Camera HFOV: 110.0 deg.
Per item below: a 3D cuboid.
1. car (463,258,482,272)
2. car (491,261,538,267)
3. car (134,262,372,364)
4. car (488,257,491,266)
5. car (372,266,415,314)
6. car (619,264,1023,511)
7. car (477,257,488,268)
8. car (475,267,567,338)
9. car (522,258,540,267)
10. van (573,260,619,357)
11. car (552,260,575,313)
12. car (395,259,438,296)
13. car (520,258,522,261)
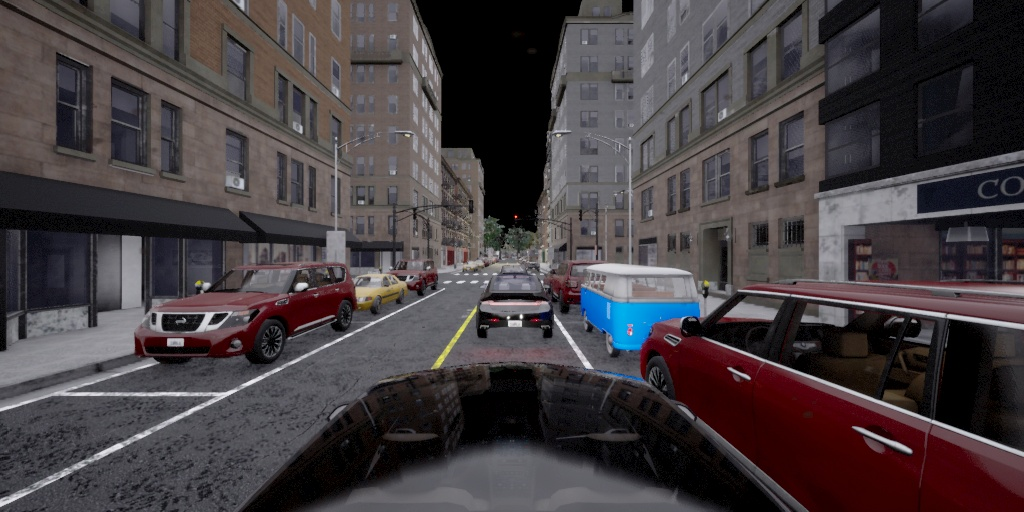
[{"bbox_3d":[-5.363,1.272,46.455,1.751,1.417,4.829,0,0,0],"label":"car"},{"bbox_3d":[0.091,1.240,20.175,2.128,1.511,4.902,0,0,-1],"label":"car"},{"bbox_3d":[-5.391,1.064,8.261,2.192,1.841,5.009,0,0,0],"label":"car"},{"bbox_3d":[-5.337,1.061,63.070,2.192,1.841,5.009,0,0,0],"label":"car"},{"bbox_3d":[-5.386,1.275,13.768,1.751,1.417,4.829,0,0,0],"label":"car"},{"bbox_3d":[2.638,1.065,2.570,2.192,1.841,5.009,0,0,0],"label":"car"},{"bbox_3d":[-5.346,1.272,57.418,1.751,1.417,4.829,0,0,0],"label":"car"},{"bbox_3d":[0.083,1.241,10.124,2.128,1.511,4.902,0,0,0],"label":"car"},{"bbox_3d":[2.691,1.297,46.615,2.007,1.370,4.403,0,0,0],"label":"car"},{"bbox_3d":[2.645,1.091,8.249,1.690,1.789,3.998,0,0,0],"label":"van"},{"bbox_3d":[2.652,1.064,13.928,2.192,1.841,5.009,0,0,0],"label":"car"},{"bbox_3d":[-5.380,1.063,19.617,2.192,1.841,5.009,0,0,0],"label":"car"},{"bbox_3d":[2.704,1.297,57.579,2.007,1.370,4.403,0,0,0],"label":"car"}]
